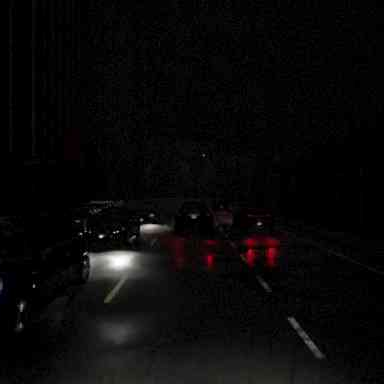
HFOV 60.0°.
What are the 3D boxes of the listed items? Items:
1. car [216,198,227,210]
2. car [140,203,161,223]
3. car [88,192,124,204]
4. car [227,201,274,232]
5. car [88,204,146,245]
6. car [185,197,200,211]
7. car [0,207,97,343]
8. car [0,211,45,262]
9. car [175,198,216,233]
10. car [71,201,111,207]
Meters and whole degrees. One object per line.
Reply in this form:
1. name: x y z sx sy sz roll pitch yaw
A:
1. car: 3.576 1.509 42.439 1.837 1.490 4.892 0 0 0
2. car: -3.498 1.552 25.956 2.033 1.411 5.357 0 0 0
3. car: -6.998 1.035 27.165 2.150 2.045 5.566 0 0 0
4. car: 3.602 1.495 20.190 2.128 1.511 4.902 0 0 0
5. car: -3.574 1.508 15.547 1.837 1.490 4.892 0 0 0
6. car: 0.078 1.483 42.865 1.882 1.535 5.008 0 0 0
7. car: -3.595 1.354 6.442 2.097 1.767 4.553 0 0 0
8. car: -7.085 1.529 11.609 1.812 1.442 4.674 0 0 0
9. car: 0.102 1.355 19.780 2.097 1.767 4.553 0 0 0
10. car: -7.035 1.551 21.195 2.033 1.411 5.357 0 0 1
